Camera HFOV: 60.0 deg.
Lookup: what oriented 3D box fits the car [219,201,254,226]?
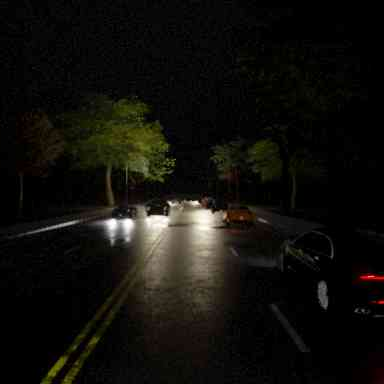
[{"bbox_3d":[3.356,1.652,25.069,1.882,1.535,5.008,0,-1,0],"label":"car"}]

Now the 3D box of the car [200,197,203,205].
[{"bbox_3d":[3.096,1.765,60.934,2.097,1.767,4.553,0,0,0],"label":"car"}]

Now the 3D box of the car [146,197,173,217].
[{"bbox_3d":[-3.357,1.587,33.567,2.097,1.767,4.553,0,0,0],"label":"car"}]

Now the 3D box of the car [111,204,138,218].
[{"bbox_3d":[-6.606,1.831,32.877,1.895,1.301,4.718,0,0,0],"label":"car"}]

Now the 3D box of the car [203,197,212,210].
[{"bbox_3d":[3.172,1.701,49.924,2.097,1.767,4.553,0,0,0],"label":"car"}]

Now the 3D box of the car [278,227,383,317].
[{"bbox_3d":[3.356,1.556,7.588,1.837,1.490,4.892,0,0,0],"label":"car"}]

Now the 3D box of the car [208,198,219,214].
[{"bbox_3d":[3.225,1.777,38.942,1.837,1.490,4.892,0,0,0],"label":"car"}]

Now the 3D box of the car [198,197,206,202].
[{"bbox_3d":[2.723,2.109,93.994,1.994,1.385,4.181,0,0,-1],"label":"car"}]

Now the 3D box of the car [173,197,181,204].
[{"bbox_3d":[-3.533,1.881,74.643,1.812,1.442,4.674,0,0,-1],"label":"car"}]

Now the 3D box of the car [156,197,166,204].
[{"bbox_3d":[-6.778,1.893,74.191,1.837,1.490,4.892,0,0,-1],"label":"car"}]
